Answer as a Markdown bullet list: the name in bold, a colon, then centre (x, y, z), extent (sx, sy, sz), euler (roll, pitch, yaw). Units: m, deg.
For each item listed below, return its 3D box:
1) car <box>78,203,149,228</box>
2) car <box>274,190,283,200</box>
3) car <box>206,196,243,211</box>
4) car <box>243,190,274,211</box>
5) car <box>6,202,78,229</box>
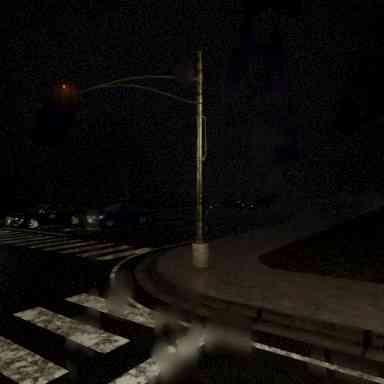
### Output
- **car**: centre (-4.838, 1.465, 22.186), extent (1.812, 1.442, 4.674), euler (0, 0, 36)
- **car**: centre (12.615, 0.688, 52.720), extent (2.150, 2.045, 5.566), euler (0, 0, 35)
- **car**: centre (3.740, 1.431, 40.151), extent (2.033, 1.411, 5.357), euler (0, 0, 35)
- **car**: centre (7.362, 1.091, 39.659), extent (2.150, 2.045, 5.566), euler (0, 0, 35)
- **car**: centre (-9.312, 1.465, 21.439), extent (1.837, 1.490, 4.892), euler (0, 0, 35)
